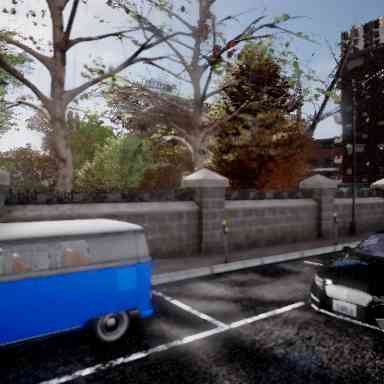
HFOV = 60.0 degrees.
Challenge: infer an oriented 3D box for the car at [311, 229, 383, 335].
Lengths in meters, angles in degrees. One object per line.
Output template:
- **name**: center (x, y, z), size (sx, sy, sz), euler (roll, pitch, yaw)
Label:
- **car**: center (4.298, 1.486, 6.443), size (4.902, 1.511, 2.128), euler (0, 0, -35)

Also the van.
- **van**: center (-2.522, 1.340, 4.766), size (3.998, 1.788, 1.690), euler (0, 0, -36)
